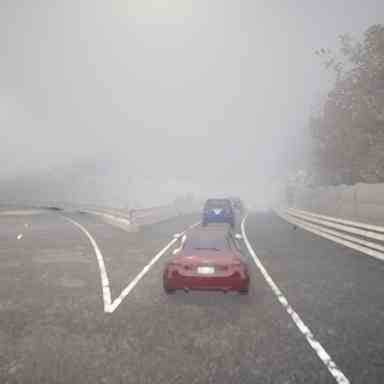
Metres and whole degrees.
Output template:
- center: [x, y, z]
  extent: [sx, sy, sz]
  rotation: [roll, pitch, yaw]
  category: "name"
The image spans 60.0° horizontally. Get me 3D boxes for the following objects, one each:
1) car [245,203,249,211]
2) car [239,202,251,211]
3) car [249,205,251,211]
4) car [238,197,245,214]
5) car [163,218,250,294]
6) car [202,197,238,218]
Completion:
- center: [7.920, 2.424, 54.922]
  extent: [2.033, 1.411, 5.357]
  rotation: [0, -3, 12]
  category: "car"
- center: [11.309, 3.151, 70.493]
  extent: [2.097, 1.767, 4.553]
  rotation: [0, -4, 14]
  category: "car"
- center: [9.349, 2.853, 61.722]
  extent: [1.895, 1.301, 4.718]
  rotation: [0, -4, 13]
  category: "car"
- center: [5.257, 1.627, 41.739]
  extent: [2.150, 2.045, 5.566]
  rotation: [0, -1, 9]
  category: "car"
- center: [0.416, 1.639, 9.036]
  extent: [1.994, 1.385, 4.181]
  rotation: [0, 0, 3]
  category: "car"
- center: [2.013, 1.418, 23.845]
  extent: [2.150, 2.045, 5.566]
  rotation: [0, 0, 8]
  category: "car"
